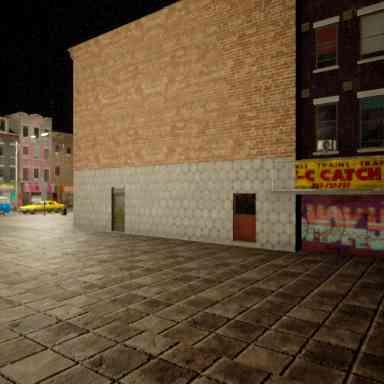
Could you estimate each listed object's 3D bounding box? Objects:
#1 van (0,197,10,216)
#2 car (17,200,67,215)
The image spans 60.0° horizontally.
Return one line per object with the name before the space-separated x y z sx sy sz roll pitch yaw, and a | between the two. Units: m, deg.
van | -18.511 1.337 29.768 1.690 1.788 3.998 0 0 36
car | -15.331 1.517 34.184 1.752 1.417 4.829 0 0 36
